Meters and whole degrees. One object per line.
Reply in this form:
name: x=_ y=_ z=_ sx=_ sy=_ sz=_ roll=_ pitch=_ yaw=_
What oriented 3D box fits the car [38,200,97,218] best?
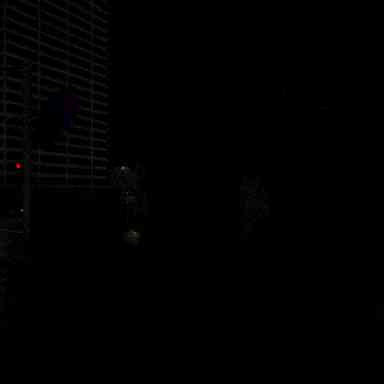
car: x=-11.149 y=1.478 z=30.782 sx=1.882 sy=1.535 sz=5.008 roll=0 pitch=0 yaw=35

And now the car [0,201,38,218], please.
car: x=-15.521 y=1.547 z=30.663 sx=2.033 sy=1.411 sz=5.357 roll=0 pitch=0 yaw=35
